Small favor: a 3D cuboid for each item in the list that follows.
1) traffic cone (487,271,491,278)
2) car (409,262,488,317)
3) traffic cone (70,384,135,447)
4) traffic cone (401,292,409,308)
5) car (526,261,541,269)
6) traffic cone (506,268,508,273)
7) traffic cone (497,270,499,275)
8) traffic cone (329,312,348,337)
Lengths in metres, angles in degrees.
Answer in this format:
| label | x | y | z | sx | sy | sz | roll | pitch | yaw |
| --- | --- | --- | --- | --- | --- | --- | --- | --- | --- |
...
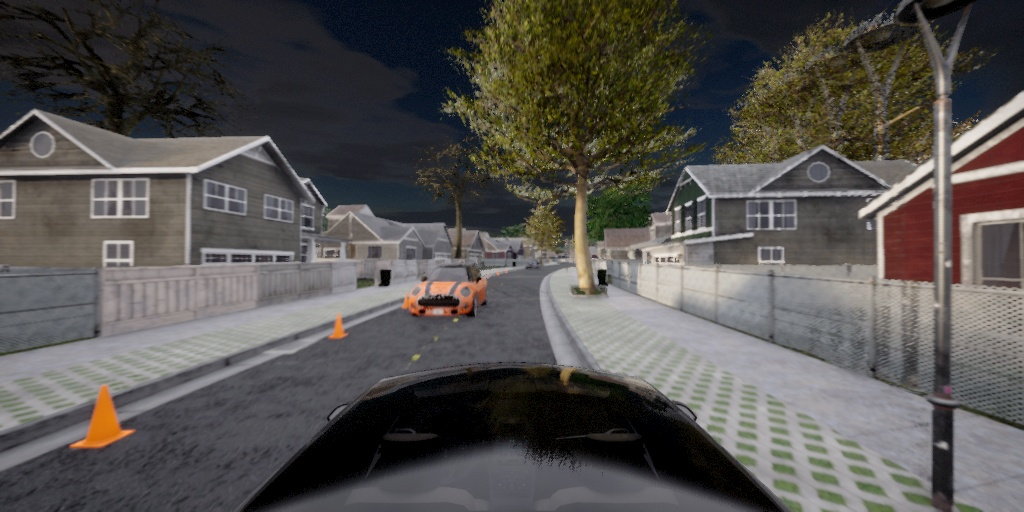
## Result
| label | x | y | z | sx | sy | sz | roll | pitch | yaw |
| --- | --- | --- | --- | --- | --- | --- | --- | --- | --- |
| traffic cone | -2.227 | 1.765 | 34.104 | 0.340 | 0.580 | 0.340 | 0 | 0 | 8 |
| car | -2.125 | 1.107 | 13.114 | 2.097 | 1.767 | 4.553 | 0 | 0 | 3 |
| traffic cone | -4.429 | 1.695 | 3.894 | 0.340 | 0.580 | 0.340 | 0 | 0 | 1 |
| traffic cone | -4.109 | 1.709 | 13.990 | 0.340 | 0.580 | 0.340 | 0 | 0 | 3 |
| car | 3.507 | 1.483 | 58.625 | 1.994 | 1.385 | 4.181 | 0 | 0 | 13 |
| traffic cone | -0.667 | 1.806 | 44.084 | 0.340 | 0.580 | 0.340 | 0 | 0 | 10 |
| traffic cone | -1.498 | 1.785 | 39.101 | 0.340 | 0.580 | 0.340 | 0 | 0 | 9 |
| traffic cone | -4.321 | 1.701 | 8.944 | 0.340 | 0.580 | 0.340 | 0 | 0 | 2 |
